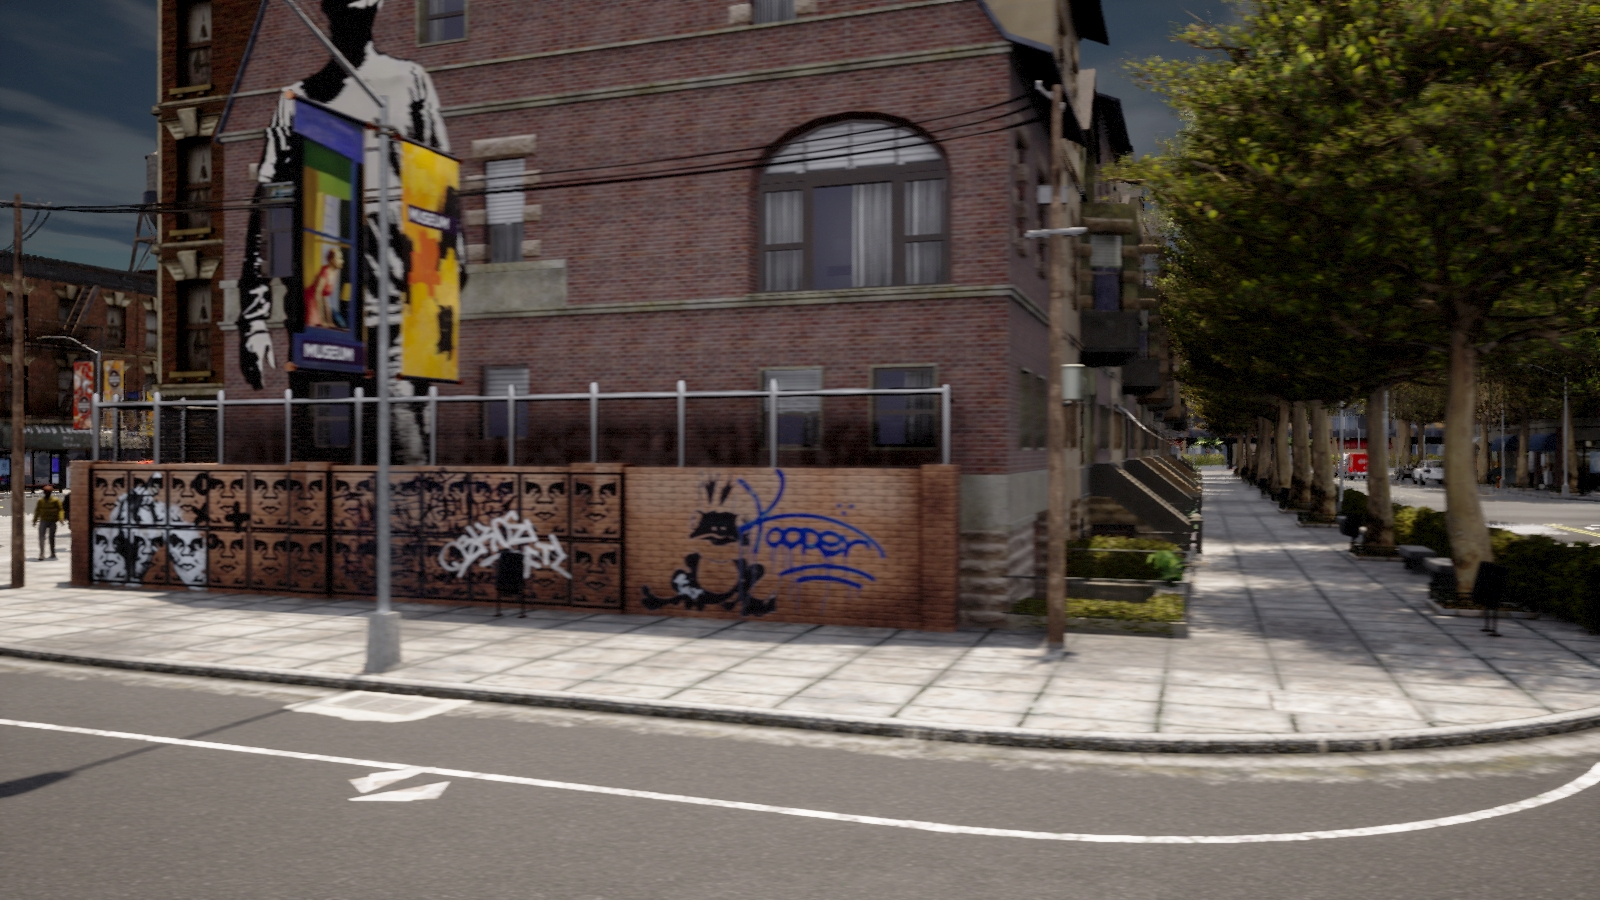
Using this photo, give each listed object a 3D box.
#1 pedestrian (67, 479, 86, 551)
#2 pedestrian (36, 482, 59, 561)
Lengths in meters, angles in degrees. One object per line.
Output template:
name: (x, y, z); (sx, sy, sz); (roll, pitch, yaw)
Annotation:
pedestrian: (-18.940, 1.696, 29.911); (0.375, 1.860, 0.375); (0, 0, -24)
pedestrian: (-17.999, 1.696, 27.339); (0.375, 1.860, 0.375); (0, 0, -18)
